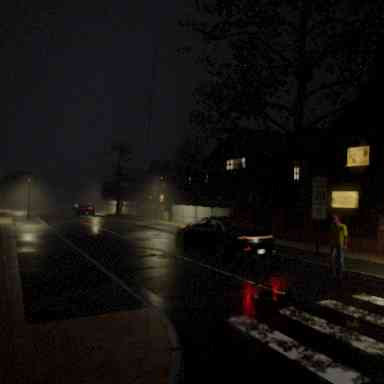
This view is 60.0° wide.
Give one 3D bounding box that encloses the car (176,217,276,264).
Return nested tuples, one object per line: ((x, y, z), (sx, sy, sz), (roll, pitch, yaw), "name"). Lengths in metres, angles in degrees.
((1.061, 1.713, 12.824), (2.128, 1.511, 4.902), (2, -1, -29), "car")

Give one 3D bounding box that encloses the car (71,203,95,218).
((-12.009, 1.967, 36.569), (2.128, 1.511, 4.902), (2, -2, -29), "car")

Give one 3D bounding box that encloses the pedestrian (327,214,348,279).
((4.074, 1.507, 9.342), (0.375, 1.860, 0.375), (1, -1, -29), "pedestrian")
